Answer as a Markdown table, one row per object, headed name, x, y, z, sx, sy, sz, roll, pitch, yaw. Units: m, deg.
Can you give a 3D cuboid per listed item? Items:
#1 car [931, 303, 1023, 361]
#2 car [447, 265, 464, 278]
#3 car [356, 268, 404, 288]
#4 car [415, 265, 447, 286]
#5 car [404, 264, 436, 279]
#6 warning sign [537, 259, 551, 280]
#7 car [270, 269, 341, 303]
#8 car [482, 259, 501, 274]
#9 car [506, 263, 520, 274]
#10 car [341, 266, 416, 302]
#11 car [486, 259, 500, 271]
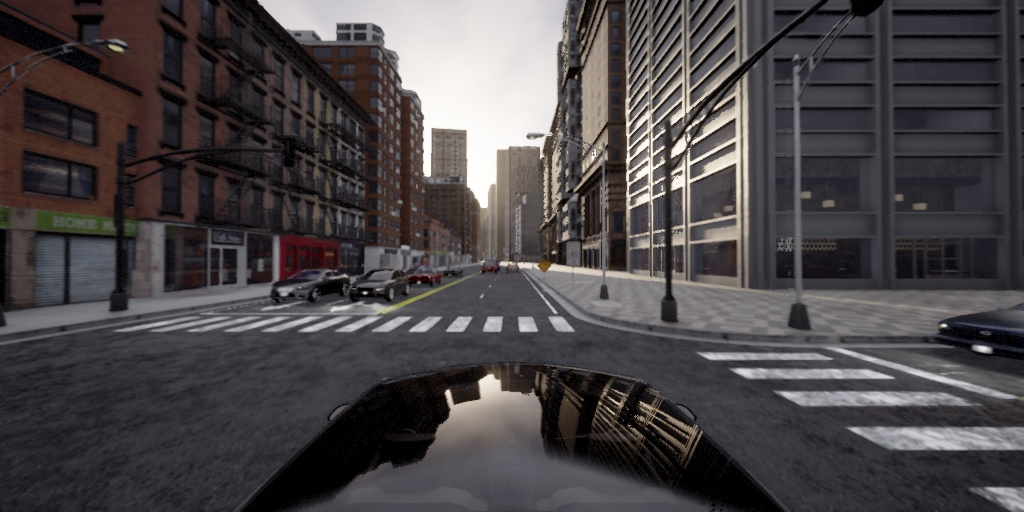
| name | x | y | z | sx | sy | sz | roll | pitch | yaw |
| --- | --- | --- | --- | --- | --- | --- | --- | --- | --- |
| car | 11.472 | 1.360 | 6.715 | 5.357 | 1.411 | 2.033 | 0 | -1 | 0 |
| car | -6.585 | 1.714 | 40.067 | 1.895 | 1.301 | 4.718 | 0 | 0 | -1 |
| car | -9.850 | 1.597 | 27.218 | 1.895 | 1.301 | 4.718 | 0 | -1 | 0 |
| car | -6.591 | 1.601 | 27.659 | 1.895 | 1.301 | 4.718 | 0 | -1 | 0 |
| car | -9.827 | 1.648 | 38.733 | 2.033 | 1.411 | 5.357 | 0 | 0 | 1 |
| warning sign | 2.857 | 1.153 | 31.822 | 1.300 | 1.860 | 1.060 | 0 | 0 | 0 |
| car | -9.845 | 1.402 | 17.949 | 2.128 | 1.511 | 4.902 | 0 | -1 | 0 |
| car | -3.142 | 1.570 | 51.312 | 2.097 | 1.767 | 4.553 | 0 | -1 | 1 |
| car | 0.113 | 1.705 | 50.937 | 2.128 | 1.511 | 4.902 | 0 | -1 | 0 |
| car | -6.607 | 1.419 | 18.399 | 1.837 | 1.490 | 4.892 | 0 | -1 | -1 |
| car | -3.139 | 1.533 | 61.288 | 2.150 | 2.045 | 5.566 | 0 | -1 | 0 |
